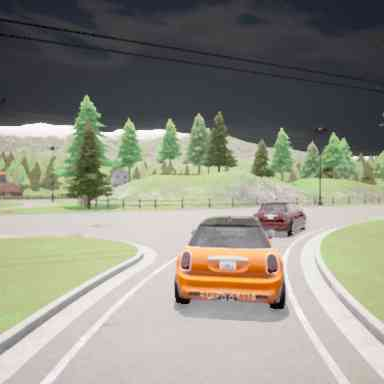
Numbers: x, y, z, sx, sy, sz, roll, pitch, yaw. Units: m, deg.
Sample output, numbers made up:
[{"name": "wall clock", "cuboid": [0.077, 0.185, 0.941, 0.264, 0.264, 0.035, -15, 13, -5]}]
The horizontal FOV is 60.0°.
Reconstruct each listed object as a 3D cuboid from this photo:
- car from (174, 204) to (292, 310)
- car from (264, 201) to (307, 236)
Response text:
[{"name": "car", "cuboid": [0.987, 1.346, 8.108, 2.097, 1.767, 4.553, 0, 0, 9]}, {"name": "car", "cuboid": [5.048, 1.339, 18.798, 2.097, 1.767, 4.553, 0, 0, 29]}]
